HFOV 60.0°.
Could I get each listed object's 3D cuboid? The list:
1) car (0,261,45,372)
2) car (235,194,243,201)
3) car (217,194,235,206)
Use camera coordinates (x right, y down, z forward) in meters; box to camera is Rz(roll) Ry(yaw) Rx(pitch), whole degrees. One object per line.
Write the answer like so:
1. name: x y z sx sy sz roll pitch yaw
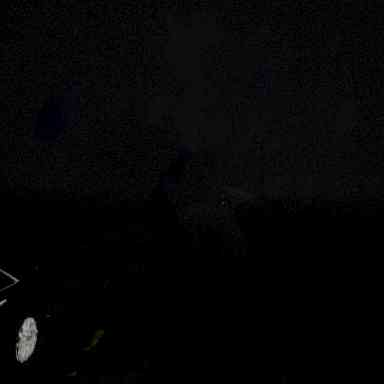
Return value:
1. car: -3.017 1.483 2.844 1.837 1.490 4.892 0 0 1
2. car: 8.854 1.085 65.603 2.033 1.411 5.357 0 0 15
3. car: 4.581 1.173 46.783 1.837 1.490 4.892 0 0 11
